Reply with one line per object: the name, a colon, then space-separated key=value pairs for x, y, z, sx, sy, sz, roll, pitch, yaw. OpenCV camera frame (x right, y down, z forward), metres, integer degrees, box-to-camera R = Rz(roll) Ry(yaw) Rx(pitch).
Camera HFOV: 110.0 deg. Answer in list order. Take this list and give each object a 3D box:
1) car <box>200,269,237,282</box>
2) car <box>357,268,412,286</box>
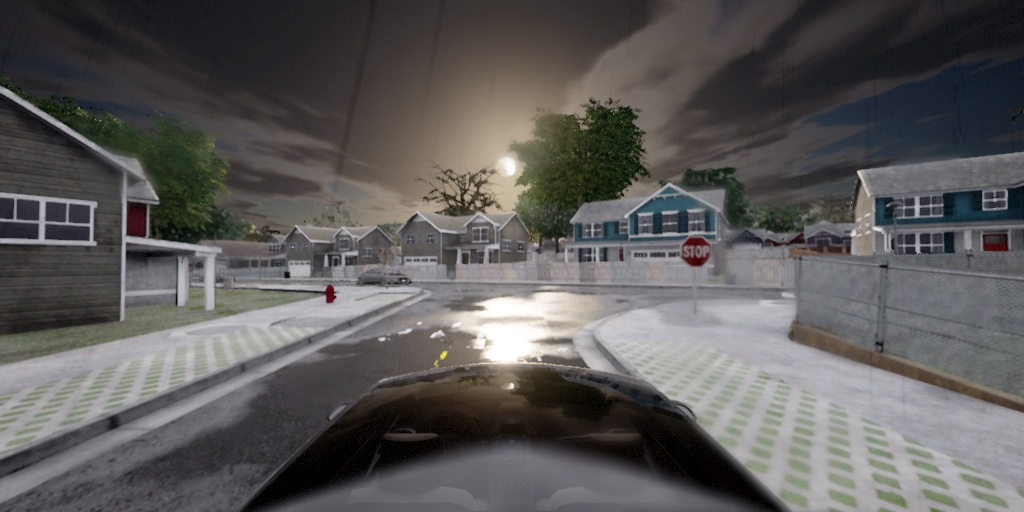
car: x=-32.057 y=2.226 z=39.127 sx=4.892 sy=1.490 sz=1.837 roll=0 pitch=-1 yaw=29
car: x=-9.159 y=1.559 z=25.733 sx=4.181 sy=1.385 sz=1.994 roll=-1 pitch=-1 yaw=32
